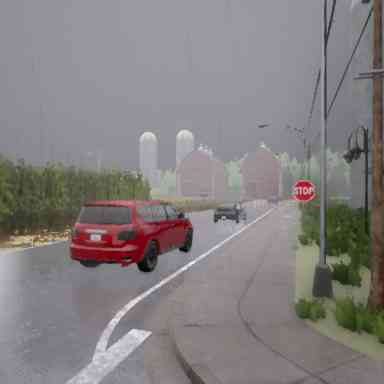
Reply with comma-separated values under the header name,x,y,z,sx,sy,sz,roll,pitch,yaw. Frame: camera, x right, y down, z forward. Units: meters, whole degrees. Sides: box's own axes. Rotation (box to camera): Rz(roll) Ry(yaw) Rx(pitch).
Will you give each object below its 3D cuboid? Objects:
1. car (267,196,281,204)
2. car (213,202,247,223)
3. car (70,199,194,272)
name,x,y,z,sx,sy,sz,roll,pitch,yaw
car,15.884,1.521,65.528,1.812,1.442,4.674,0,0,18
car,2.942,1.513,25.343,1.837,1.490,4.892,0,0,18
car,-1.646,1.258,11.093,2.150,2.045,5.566,0,0,18
